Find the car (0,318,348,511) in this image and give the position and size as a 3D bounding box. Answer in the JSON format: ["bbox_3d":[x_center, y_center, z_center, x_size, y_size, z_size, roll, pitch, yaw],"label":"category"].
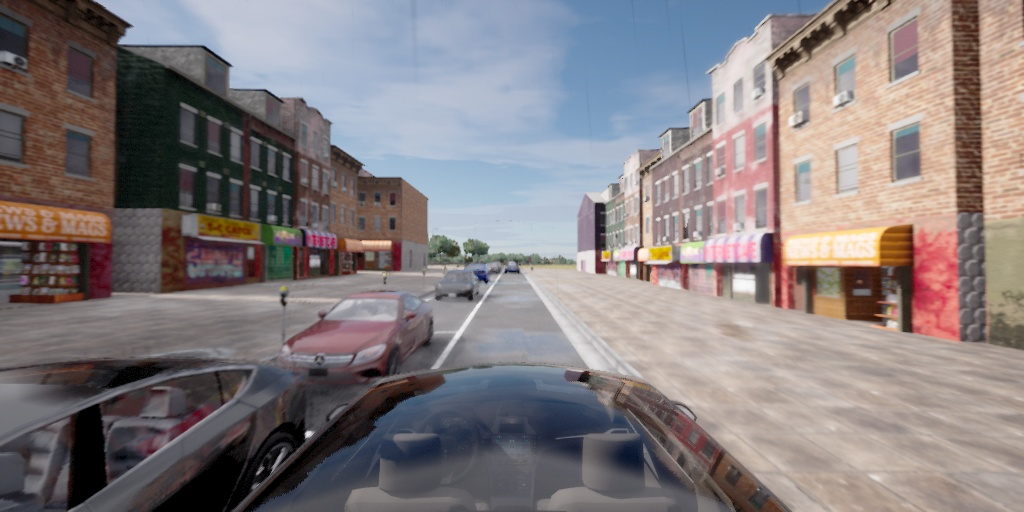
[{"bbox_3d":[-2.637,1.314,1.418,1.948,1.339,4.313,0,0,0],"label":"car"}]

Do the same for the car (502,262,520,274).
[{"bbox_3d":[0.045,1.588,46.952,1.994,1.385,4.181,0,-1,0],"label":"car"}]

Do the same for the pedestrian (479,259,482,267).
[{"bbox_3d":[-2.742,1.183,31.403,0.375,1.860,0.375,-1,-1,0],"label":"pedestrian"}]

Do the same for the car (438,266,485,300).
[{"bbox_3d":[-2.632,1.375,18.036,1.948,1.339,4.313,0,0,0],"label":"car"}]

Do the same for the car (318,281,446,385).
[{"bbox_3d":[-2.635,1.349,6.960,1.802,1.307,4.207,0,0,0],"label":"car"}]

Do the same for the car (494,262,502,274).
[{"bbox_3d":[-2.625,1.563,45.729,2.007,1.370,4.403,0,0,0],"label":"car"}]

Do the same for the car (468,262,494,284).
[{"bbox_3d":[-2.743,1.347,28.386,1.882,1.535,5.008,0,0,0],"label":"car"}]
